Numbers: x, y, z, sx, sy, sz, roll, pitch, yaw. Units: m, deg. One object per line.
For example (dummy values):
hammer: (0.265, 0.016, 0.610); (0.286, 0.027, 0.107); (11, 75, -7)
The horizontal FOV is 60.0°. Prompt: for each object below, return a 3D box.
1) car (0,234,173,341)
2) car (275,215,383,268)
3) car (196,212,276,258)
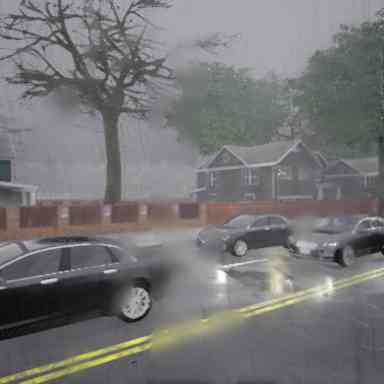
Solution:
car: (-2.635, 1.562, 5.763); (4.892, 1.490, 1.837); (1, -1, -37)
car: (5.466, 1.580, 11.791); (4.902, 1.511, 2.128); (0, -1, -37)
car: (2.401, 1.617, 13.474); (4.892, 1.490, 1.837); (1, -1, -36)
